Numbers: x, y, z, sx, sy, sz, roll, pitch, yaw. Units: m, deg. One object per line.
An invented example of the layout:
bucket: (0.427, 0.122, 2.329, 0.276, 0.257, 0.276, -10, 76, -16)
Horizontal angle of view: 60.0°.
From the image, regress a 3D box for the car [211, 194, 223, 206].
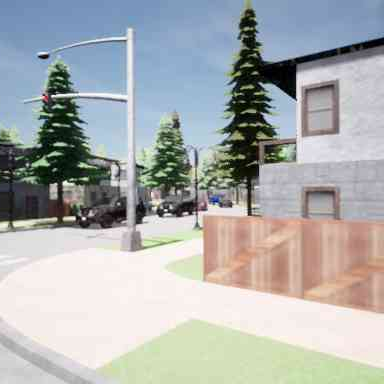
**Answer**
car: (4.496, 1.381, 60.664, 2.150, 2.045, 5.566, 0, 0, -9)

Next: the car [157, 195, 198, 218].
car: (-1.498, 1.315, 32.277, 2.150, 2.045, 5.566, 0, 0, 18)

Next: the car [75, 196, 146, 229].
car: (-5.385, 1.302, 22.898, 2.150, 2.045, 5.566, 0, 0, 27)

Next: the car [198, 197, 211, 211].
car: (0.753, 1.467, 41.877, 2.097, 1.767, 4.553, 0, 0, 9)

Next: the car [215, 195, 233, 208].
car: (5.084, 1.616, 50.709, 2.128, 1.511, 4.902, 0, 0, 1)
